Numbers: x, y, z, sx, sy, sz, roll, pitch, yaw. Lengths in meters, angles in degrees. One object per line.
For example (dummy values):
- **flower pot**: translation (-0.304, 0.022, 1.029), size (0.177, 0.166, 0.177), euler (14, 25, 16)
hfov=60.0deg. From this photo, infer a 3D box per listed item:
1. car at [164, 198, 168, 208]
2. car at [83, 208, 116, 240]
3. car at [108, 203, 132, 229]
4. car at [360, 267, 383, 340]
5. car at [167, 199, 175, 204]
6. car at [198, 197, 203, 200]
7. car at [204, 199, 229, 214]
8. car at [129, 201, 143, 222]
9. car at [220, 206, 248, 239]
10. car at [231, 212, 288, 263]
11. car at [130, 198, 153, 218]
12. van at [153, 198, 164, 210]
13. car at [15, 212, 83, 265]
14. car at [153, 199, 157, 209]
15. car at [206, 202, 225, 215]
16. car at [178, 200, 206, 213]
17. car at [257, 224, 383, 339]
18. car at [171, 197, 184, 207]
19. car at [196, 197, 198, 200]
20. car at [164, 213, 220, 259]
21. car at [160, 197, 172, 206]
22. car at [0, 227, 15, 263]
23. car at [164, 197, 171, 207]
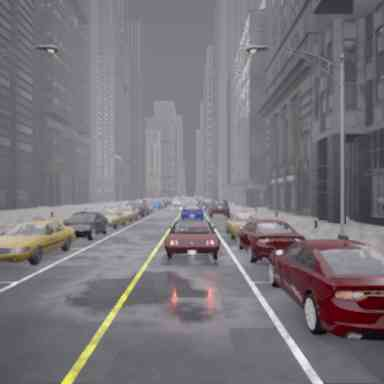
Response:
- **car**: translation (-5.736, 2.146, 57.477), size (2.008, 1.369, 4.403), euler (0, -1, 0)
- **car**: translation (-5.755, 1.748, 17.995), size (1.947, 1.339, 4.313), euler (0, -1, 0)
- **car**: translation (-5.753, 1.763, 23.465), size (1.752, 1.417, 4.829), euler (0, -1, 0)
- **car**: translation (2.762, 1.539, 1.248), size (1.752, 1.417, 4.829), euler (0, -1, 0)
- **car**: translation (-5.719, 2.535, 91.320), size (1.947, 1.339, 4.313), euler (0, -1, 0)
- **car**: translation (2.794, 2.159, 68.760), size (1.967, 1.590, 4.097), euler (0, -1, 0)
- **car**: translation (2.777, 1.670, 34.922), size (2.192, 1.841, 5.009), euler (0, -1, 0)
- **car**: translation (-5.750, 1.820, 29.106), size (1.752, 1.417, 4.829), euler (0, -1, 0)
- **car**: translation (2.770, 1.708, 18.169), size (1.752, 1.417, 4.829), euler (0, -1, 0)
- **car**: translation (2.767, 1.669, 12.358), size (1.887, 1.381, 4.507), euler (0, -1, 0)
- **car**: translation (-5.748, 1.670, 34.918), size (2.192, 1.841, 5.009), euler (0, -1, 0)
- **van**: translation (-5.739, 1.876, 51.840), size (1.690, 1.788, 3.998), euler (0, -1, 0)
- **car**: translation (-5.758, 1.648, 12.185), size (1.752, 1.417, 4.829), euler (0, -1, 0)
- **car**: translation (-5.744, 1.938, 40.387), size (1.752, 1.417, 4.829), euler (0, -1, 0)
- **car**: translation (2.781, 1.965, 40.559), size (2.008, 1.369, 4.403), euler (0, -1, 0)
- **car**: translation (0.040, 1.774, 29.257), size (1.882, 1.535, 5.008), euler (0, 0, 1)
- **car**: translation (2.764, 1.613, 6.718), size (1.887, 1.381, 4.507), euler (0, -1, 0)
- **car**: translation (-2.992, 2.199, 64.580), size (1.812, 1.442, 4.674), euler (0, -1, 1)
- **car**: translation (2.393, 2.396, 82.426), size (1.812, 1.442, 4.674), euler (0, -1, 0)
- **car**: translation (0.022, 1.735, 13.248), size (1.895, 1.301, 4.718), euler (0, -1, 0)
- **car**: translation (-5.729, 2.097, 74.401), size (2.192, 1.841, 5.009), euler (0, -1, 0)
- **car**: translation (-5.761, 1.634, 6.714), size (1.947, 1.339, 4.313), euler (0, -1, 0)
- **car**: translation (-5.734, 1.972, 63.120), size (2.192, 1.841, 5.009), euler (0, -1, 0)
